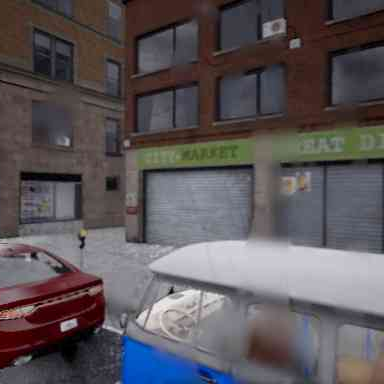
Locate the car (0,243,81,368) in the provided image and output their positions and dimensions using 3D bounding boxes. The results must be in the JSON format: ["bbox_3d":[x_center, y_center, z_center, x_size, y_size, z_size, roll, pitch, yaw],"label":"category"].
[{"bbox_3d":[-3.360,1.523,5.475,4.507,1.381,1.887,0,0,36],"label":"car"}]

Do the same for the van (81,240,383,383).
[{"bbox_3d":[1.248,1.341,2.186,3.998,1.788,1.690,0,0,36],"label":"van"}]
